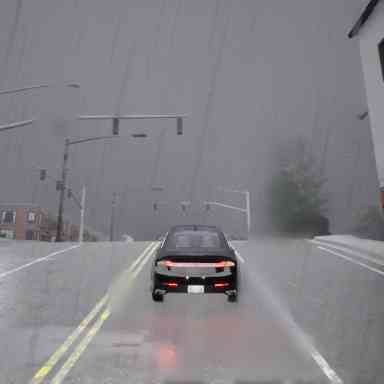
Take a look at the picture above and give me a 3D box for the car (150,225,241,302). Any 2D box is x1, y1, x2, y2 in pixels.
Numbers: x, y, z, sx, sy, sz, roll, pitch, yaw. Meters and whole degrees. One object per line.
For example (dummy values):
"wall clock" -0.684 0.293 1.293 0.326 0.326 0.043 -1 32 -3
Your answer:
"car" 0.088 1.595 8.524 2.128 1.511 4.902 0 -1 0
